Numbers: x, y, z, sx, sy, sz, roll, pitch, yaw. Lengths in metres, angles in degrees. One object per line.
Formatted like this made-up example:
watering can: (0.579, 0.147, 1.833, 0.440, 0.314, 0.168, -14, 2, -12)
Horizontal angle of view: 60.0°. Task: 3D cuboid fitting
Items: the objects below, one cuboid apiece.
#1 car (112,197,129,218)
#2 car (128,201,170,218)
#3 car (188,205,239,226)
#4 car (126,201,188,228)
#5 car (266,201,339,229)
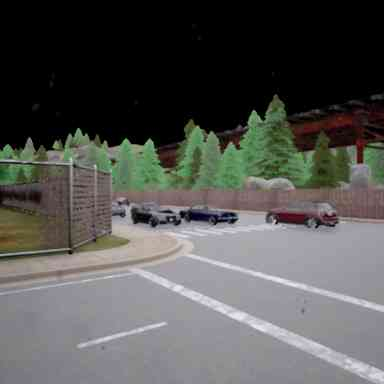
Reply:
car: (-7.487, 1.498, 29.425, 1.837, 1.490, 4.892, 0, 0, -36)
car: (-4.023, 1.556, 30.606, 1.994, 1.385, 4.181, 0, 0, -36)
car: (1.116, 1.592, 23.479, 1.895, 1.301, 4.718, 0, 0, -36)
car: (-2.474, 1.557, 22.476, 1.994, 1.385, 4.181, 0, 0, -36)
car: (7.017, 1.341, 21.658, 2.097, 1.767, 4.553, 0, 0, -36)
